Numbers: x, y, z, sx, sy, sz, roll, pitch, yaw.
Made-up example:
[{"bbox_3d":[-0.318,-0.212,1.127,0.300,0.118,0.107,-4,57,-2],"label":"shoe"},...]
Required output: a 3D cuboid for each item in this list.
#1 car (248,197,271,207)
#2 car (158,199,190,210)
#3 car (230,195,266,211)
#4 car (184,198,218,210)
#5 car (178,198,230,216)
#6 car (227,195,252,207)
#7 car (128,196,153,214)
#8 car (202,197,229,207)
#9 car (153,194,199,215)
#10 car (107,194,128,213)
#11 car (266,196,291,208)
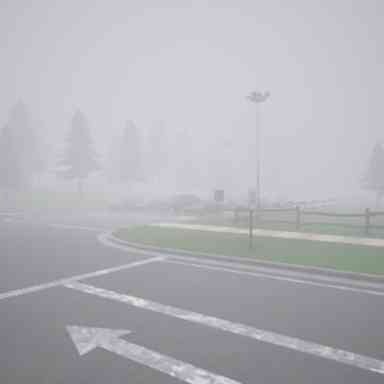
[{"bbox_3d":[10.587,1.534,51.926,1.837,1.490,4.892,0,0,35],"label":"car"},{"bbox_3d":[-2.356,1.642,45.720,1.895,1.301,4.718,0,0,35],"label":"car"},{"bbox_3d":[6.867,1.503,40.582,1.882,1.535,5.008,0,0,35],"label":"car"},{"bbox_3d":[1.319,1.583,44.865,2.033,1.411,5.357,0,0,35],"label":"car"},{"bbox_3d":[1.322,1.573,32.696,2.033,1.411,5.357,0,0,35],"label":"car"},{"bbox_3d":[7.703,1.387,53.908,2.097,1.767,4.553,0,0,35],"label":"car"},{"bbox_3d":[-4.328,1.514,36.832,1.882,1.535,5.008,0,0,35],"label":"car"},{"bbox_3d":[3.901,1.589,54.601,2.033,1.411,5.357,0,0,35],"label":"car"},{"bbox_3d":[-1.235,1.252,35.148,2.150,2.045,5.566,0,0,35],"label":"car"},{"bbox_3d":[-7.529,1.393,38.363,2.097,1.767,4.553,0,0,35],"label":"car"},{"bbox_3d":[13.324,1.377,49.733,2.097,1.767,4.553,0,0,35],"label":"car"}]
